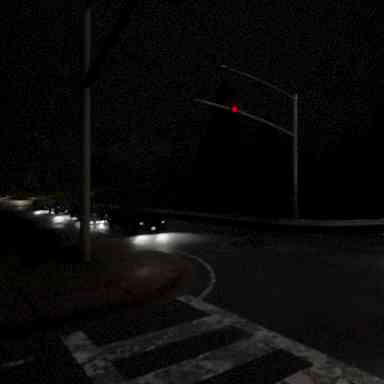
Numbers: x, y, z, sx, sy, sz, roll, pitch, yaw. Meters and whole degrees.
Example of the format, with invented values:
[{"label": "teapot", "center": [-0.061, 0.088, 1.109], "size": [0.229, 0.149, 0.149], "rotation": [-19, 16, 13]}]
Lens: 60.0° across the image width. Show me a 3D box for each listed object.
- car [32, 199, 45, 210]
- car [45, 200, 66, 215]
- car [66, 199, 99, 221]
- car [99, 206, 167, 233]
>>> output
[{"label": "car", "center": [-19.403, 1.625, 43.305], "size": [1.895, 1.301, 4.718], "rotation": [0, 0, -34]}, {"label": "car", "center": [-13.777, 1.626, 35.054], "size": [1.895, 1.301, 4.718], "rotation": [0, 0, -34]}, {"label": "car", "center": [-8.794, 1.590, 27.788], "size": [1.994, 1.385, 4.181], "rotation": [0, 0, -34]}, {"label": "car", "center": [-3.576, 1.574, 20.175], "size": [2.033, 1.411, 5.357], "rotation": [0, 0, -34]}]
